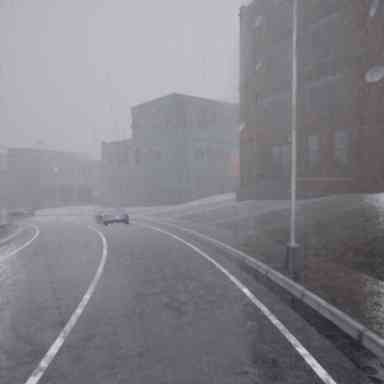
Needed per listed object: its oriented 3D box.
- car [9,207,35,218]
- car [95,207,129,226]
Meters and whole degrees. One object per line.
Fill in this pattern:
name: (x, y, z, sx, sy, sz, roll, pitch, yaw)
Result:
car: (-24.743, 2.936, 48.349, 4.902, 1.511, 2.128, -4, 0, 38)
car: (-6.321, 1.844, 26.028, 1.994, 1.385, 4.181, -2, -1, -26)
